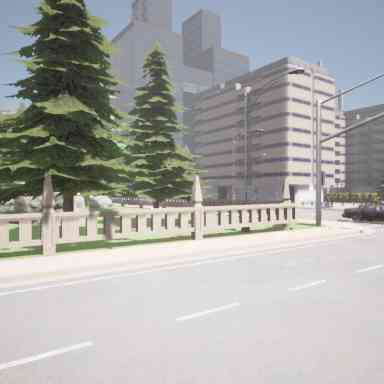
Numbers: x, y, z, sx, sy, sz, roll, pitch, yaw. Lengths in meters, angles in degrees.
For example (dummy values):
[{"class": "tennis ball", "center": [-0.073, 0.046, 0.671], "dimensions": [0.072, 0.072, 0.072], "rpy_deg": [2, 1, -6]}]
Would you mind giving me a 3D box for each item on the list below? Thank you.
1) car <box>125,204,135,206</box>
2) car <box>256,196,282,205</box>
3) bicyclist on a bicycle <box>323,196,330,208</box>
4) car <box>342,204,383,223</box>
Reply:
[{"class": "car", "center": [-9.793, 1.601, 56.366], "dimensions": [1.895, 1.301, 4.718], "rpy_deg": [0, 0, -35]}, {"class": "car", "center": [8.838, 1.351, 36.113], "dimensions": [2.097, 1.767, 4.553], "rpy_deg": [0, 0, -35]}, {"class": "bicyclist on a bicycle", "center": [17.409, 1.302, 43.008], "dimensions": [1.656, 1.620, 0.582], "rpy_deg": [0, 0, -35]}, {"class": "car", "center": [13.484, 1.547, 23.522], "dimensions": [2.033, 1.411, 5.357], "rpy_deg": [0, 0, -35]}]
